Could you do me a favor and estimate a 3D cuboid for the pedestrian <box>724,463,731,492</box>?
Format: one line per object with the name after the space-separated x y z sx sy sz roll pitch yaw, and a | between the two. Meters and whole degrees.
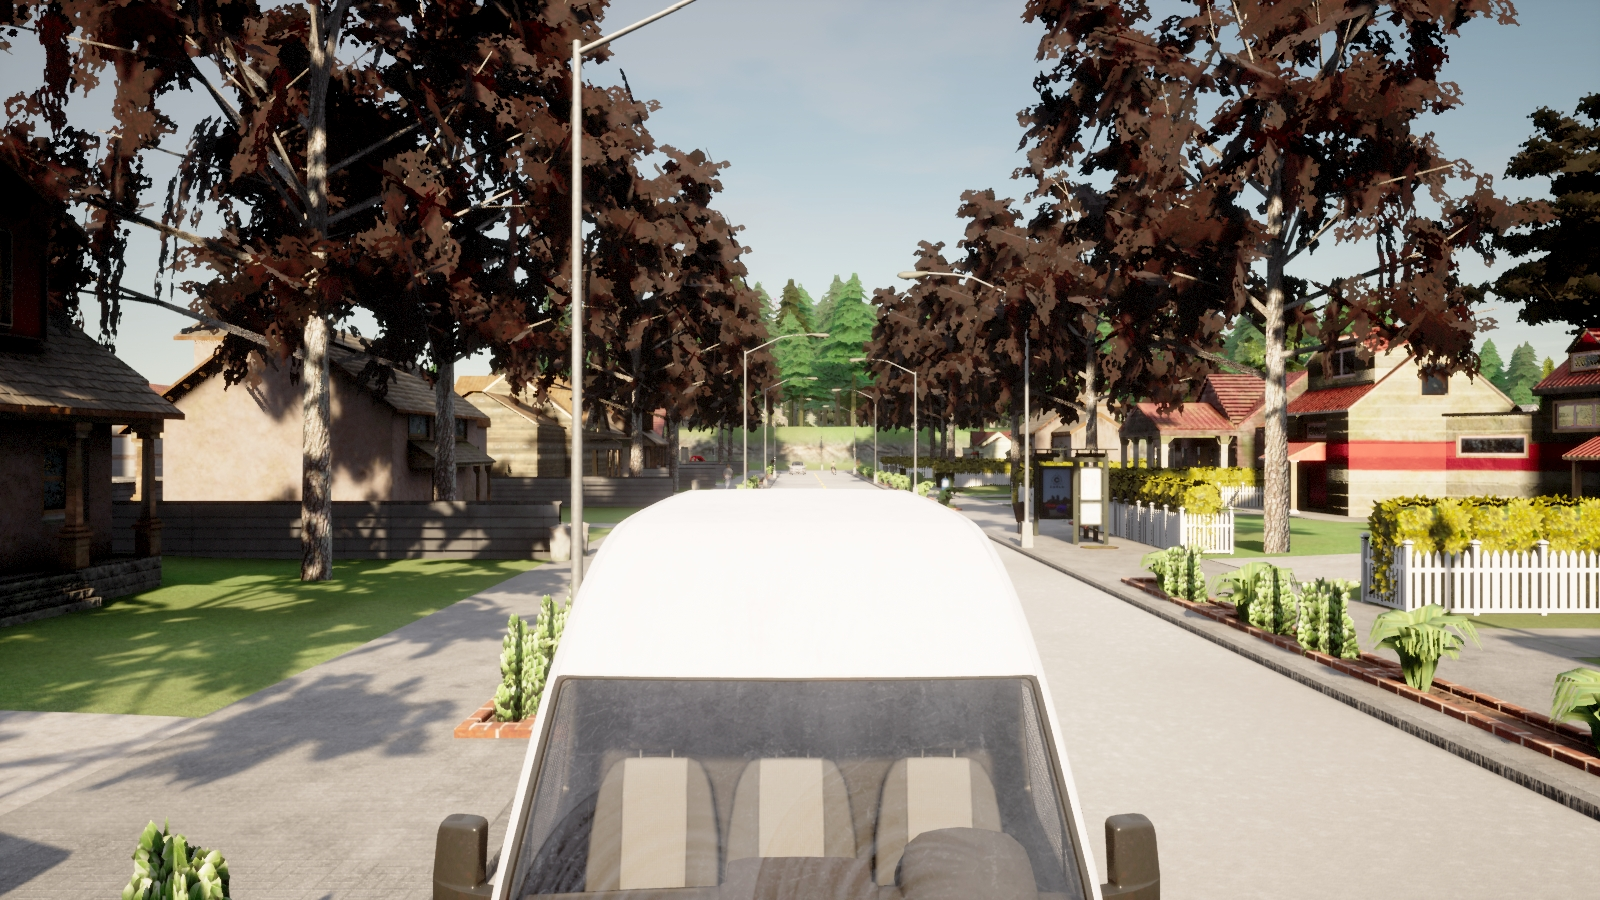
-4.623 1.743 72.860 0.375 1.860 0.375 0 0 2 | pedestrian

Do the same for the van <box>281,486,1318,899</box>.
-0.006 1.534 5.149 1.988 2.561 5.915 0 0 0 | van
